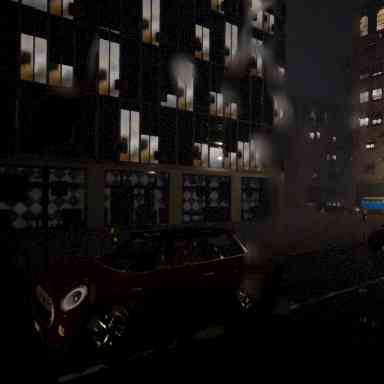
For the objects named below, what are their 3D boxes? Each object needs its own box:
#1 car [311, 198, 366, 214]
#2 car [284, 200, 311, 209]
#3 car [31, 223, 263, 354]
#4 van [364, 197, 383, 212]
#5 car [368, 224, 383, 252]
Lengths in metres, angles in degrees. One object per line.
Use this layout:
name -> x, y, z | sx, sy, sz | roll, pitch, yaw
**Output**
car -> 15.243, 1.620, 34.821 | 2.008, 1.369, 4.403 | 0, -1, -35
car -> 15.697, 1.787, 48.854 | 1.752, 1.417, 4.829 | 0, -1, -35
car -> -0.669, 1.441, 6.068 | 4.097, 1.590, 1.967 | 0, 1, -35
van -> 22.128, 1.524, 39.601 | 1.690, 1.788, 3.998 | 0, -1, -35
car -> 8.406, 1.567, 12.545 | 4.313, 1.339, 1.947 | 0, 1, -35
